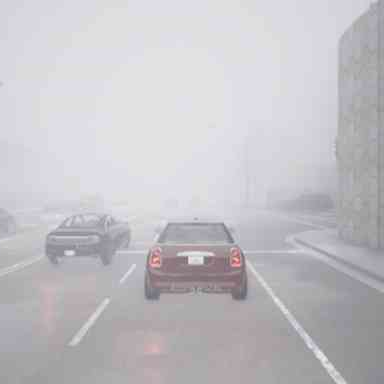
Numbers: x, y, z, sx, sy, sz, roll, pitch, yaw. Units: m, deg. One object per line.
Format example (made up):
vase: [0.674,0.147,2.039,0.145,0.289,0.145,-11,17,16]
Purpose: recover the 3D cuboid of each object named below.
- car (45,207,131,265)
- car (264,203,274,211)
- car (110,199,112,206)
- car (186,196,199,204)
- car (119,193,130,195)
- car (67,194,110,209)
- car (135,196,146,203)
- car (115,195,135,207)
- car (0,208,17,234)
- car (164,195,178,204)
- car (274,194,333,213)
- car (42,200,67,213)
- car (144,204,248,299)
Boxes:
car: [-3.409,1.487,11.714,2.128,1.511,4.902,0,0,0]
car: [11.287,1.533,38.964,5.357,1.411,2.033,0,0,-1]
car: [-14.095,1.527,52.757,2.033,1.411,5.357,0,0,0]
car: [0.095,1.456,56.463,1.882,1.535,5.008,0,0,0]
car: [-14.002,1.188,68.465,2.150,2.045,5.566,0,0,0]
car: [-10.601,1.208,34.546,2.150,2.045,5.566,0,0,0]
car: [-10.503,1.513,67.514,2.033,1.411,5.357,0,0,0]
car: [-10.594,1.544,51.759,1.994,1.385,4.181,0,0,0]
car: [-10.600,1.498,16.430,1.837,1.490,4.892,0,0,0]
car: [-3.401,1.330,54.119,2.097,1.767,4.553,0,0,0]
car: [12.114,1.209,35.471,5.566,2.045,2.150,0,0,0]
car: [-14.101,1.534,35.743,2.033,1.411,5.357,0,0,0]
car: [0.083,1.349,8.596,2.097,1.767,4.553,0,0,0]
